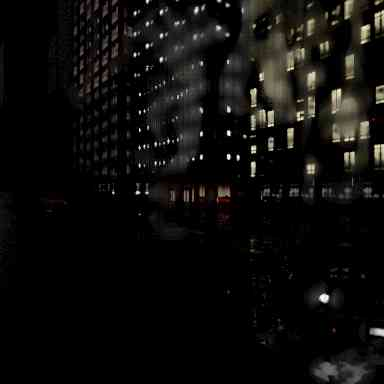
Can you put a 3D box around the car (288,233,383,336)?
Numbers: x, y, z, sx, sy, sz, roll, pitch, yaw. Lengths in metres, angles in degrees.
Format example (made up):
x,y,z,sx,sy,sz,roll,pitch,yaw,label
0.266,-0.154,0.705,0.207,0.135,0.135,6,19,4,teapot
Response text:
x,y,z,sx,sy,sz,roll,pitch,yaw,label
3.047,1.592,6.693,1.895,1.301,4.718,0,0,12,car

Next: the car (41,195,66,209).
x,y,z,sx,sy,sz,roll,pitch,yaw,label
-16.110,1.135,38.638,1.882,1.535,5.008,0,0,-36,car

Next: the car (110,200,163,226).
x,y,z,sx,sy,sz,roll,pitch,yaw,label
-3.760,1.322,21.990,2.128,1.511,4.902,0,0,-37,car
